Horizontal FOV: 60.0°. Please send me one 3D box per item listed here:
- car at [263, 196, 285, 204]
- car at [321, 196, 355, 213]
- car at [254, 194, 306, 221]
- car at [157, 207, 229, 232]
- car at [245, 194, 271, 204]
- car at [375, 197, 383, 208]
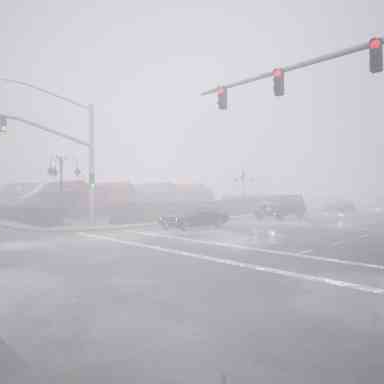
[{"bbox_3d":[16.392,1.550,66.896,1.970,1.475,3.806,0,0,-44],"label":"car"},{"bbox_3d":[16.378,1.519,36.574,4.674,1.442,1.812,0,0,-44],"label":"car"},{"bbox_3d":[7.510,1.234,27.955,5.566,2.045,2.150,0,0,-44],"label":"car"},{"bbox_3d":[0.150,1.629,20.779,4.718,1.301,1.895,0,0,-44],"label":"car"},{"bbox_3d":[12.403,1.316,62.996,1.932,1.855,4.605,0,0,-44],"label":"car"},{"bbox_3d":[27.936,1.461,47.723,4.902,1.511,2.128,0,0,-44],"label":"car"}]
